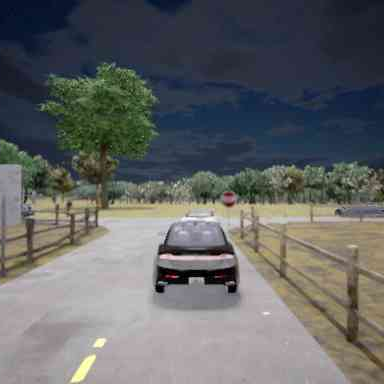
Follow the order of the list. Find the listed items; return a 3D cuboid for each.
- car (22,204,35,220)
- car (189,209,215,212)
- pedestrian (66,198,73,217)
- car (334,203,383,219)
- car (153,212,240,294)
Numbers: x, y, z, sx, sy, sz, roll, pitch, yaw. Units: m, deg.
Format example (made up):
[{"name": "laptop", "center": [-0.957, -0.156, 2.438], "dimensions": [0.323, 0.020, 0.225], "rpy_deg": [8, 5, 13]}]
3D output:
[{"name": "car", "center": [-15.686, 1.302, 26.745], "dimensions": [5.566, 2.045, 2.150], "rpy_deg": [0, -2, 1]}, {"name": "car", "center": [0.658, 1.670, 20.080], "dimensions": [1.895, 1.301, 4.718], "rpy_deg": [0, 0, 9]}, {"name": "pedestrian", "center": [-12.139, 1.511, 32.740], "dimensions": [0.375, 1.860, 0.375], "rpy_deg": [0, -2, 0]}, {"name": "car", "center": [14.999, 1.630, 29.669], "dimensions": [4.181, 1.385, 1.994], "rpy_deg": [0, -2, 1]}, {"name": "car", "center": [0.092, 1.512, 8.840], "dimensions": [2.128, 1.511, 4.902], "rpy_deg": [0, 0, 0]}]
